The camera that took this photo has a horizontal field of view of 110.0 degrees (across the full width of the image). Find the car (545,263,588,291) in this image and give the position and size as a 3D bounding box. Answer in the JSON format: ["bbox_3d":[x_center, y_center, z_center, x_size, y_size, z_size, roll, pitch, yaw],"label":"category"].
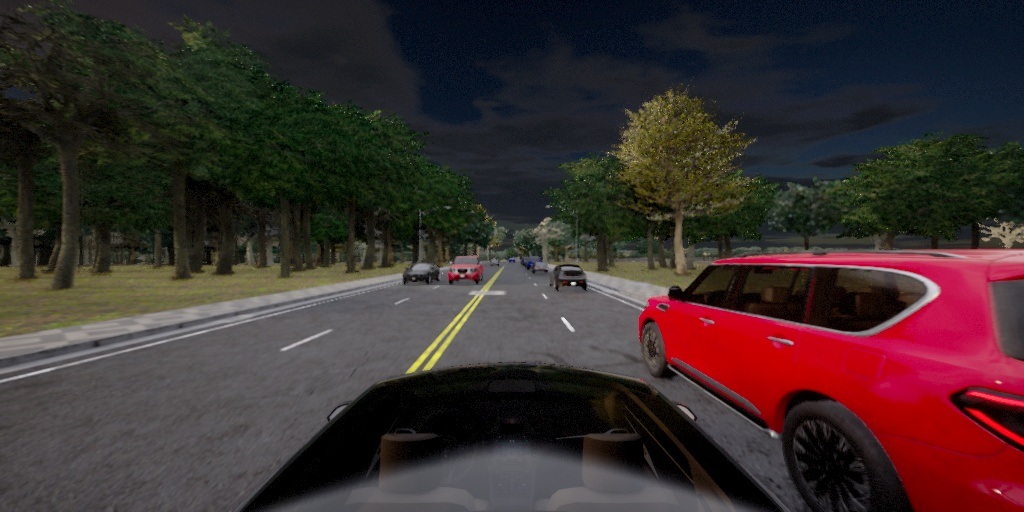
[{"bbox_3d":[3.351,1.257,21.984,1.837,1.490,4.892,0,0,0],"label":"car"}]

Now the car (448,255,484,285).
[{"bbox_3d":[-3.345,0.976,26.923,2.150,2.045,5.566,0,0,0],"label":"car"}]

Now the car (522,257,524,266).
[{"bbox_3d":[3.255,1.284,63.932,1.882,1.535,5.008,0,0,0],"label":"car"}]

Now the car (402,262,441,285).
[{"bbox_3d":[-6.595,1.232,26.554,1.882,1.535,5.008,0,0,0],"label":"car"}]

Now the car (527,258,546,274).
[{"bbox_3d":[3.253,1.312,41.931,2.033,1.411,5.357,0,0,0],"label":"car"}]

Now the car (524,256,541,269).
[{"bbox_3d":[3.254,1.003,52.962,2.150,2.045,5.566,0,0,0],"label":"car"}]

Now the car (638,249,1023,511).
[{"bbox_3d":[3.349,0.971,4.148,2.150,2.045,5.566,0,0,0],"label":"car"}]
